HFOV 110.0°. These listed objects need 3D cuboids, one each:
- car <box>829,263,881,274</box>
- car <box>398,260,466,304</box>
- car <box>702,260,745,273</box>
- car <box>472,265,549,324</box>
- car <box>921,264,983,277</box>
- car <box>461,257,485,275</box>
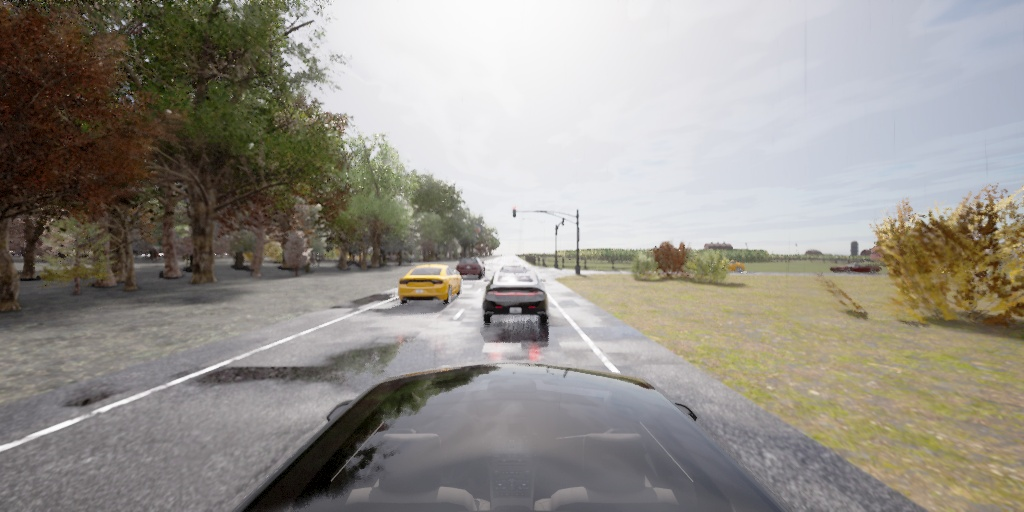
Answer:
[{"bbox_3d":[41.428,1.535,43.392,4.718,1.301,1.895,1,-1,1],"label":"car"},{"bbox_3d":[-3.412,1.124,15.669,1.882,1.535,5.008,0,1,0],"label":"car"},{"bbox_3d":[25.437,1.239,43.472,5.008,1.535,1.882,1,-1,0],"label":"car"},{"bbox_3d":[0.094,1.168,11.649,2.128,1.511,4.902,0,0,0],"label":"car"},{"bbox_3d":[48.561,1.526,39.779,5.357,1.411,2.033,1,-1,1],"label":"car"},{"bbox_3d":[-3.420,0.890,30.157,2.097,1.767,4.553,0,0,0],"label":"car"}]
